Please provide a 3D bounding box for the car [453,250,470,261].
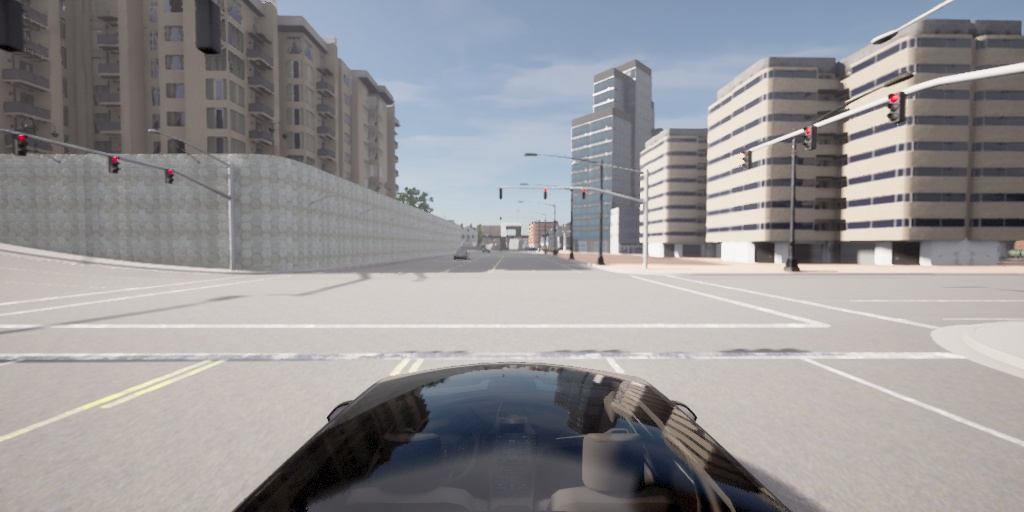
[{"bbox_3d":[-6.985,-0.057,49.892,1.837,1.490,4.892,0,3,0],"label":"car"}]
